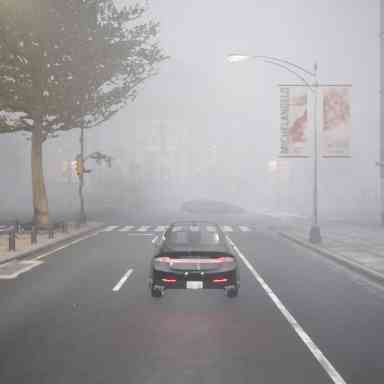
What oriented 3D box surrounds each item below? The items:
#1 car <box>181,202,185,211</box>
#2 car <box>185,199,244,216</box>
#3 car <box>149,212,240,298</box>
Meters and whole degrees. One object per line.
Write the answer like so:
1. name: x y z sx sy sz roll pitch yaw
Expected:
1. car: 1.351 1.476 35.572 5.008 1.535 1.882 0 0 0
2. car: 2.236 1.546 32.071 5.357 1.411 2.033 0 0 0
3. car: 0.060 1.491 8.530 2.128 1.511 4.902 0 0 0
